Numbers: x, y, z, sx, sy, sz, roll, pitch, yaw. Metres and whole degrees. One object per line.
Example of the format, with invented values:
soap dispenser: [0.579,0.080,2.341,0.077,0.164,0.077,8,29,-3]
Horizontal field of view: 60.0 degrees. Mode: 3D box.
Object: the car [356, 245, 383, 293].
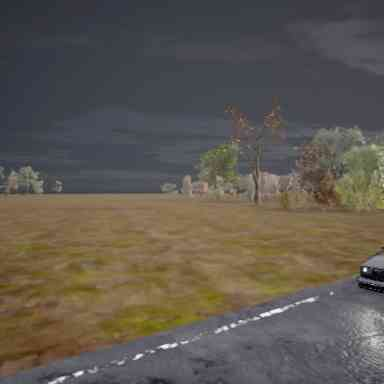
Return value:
car: [6.072,1.565,7.965,5.357,1.411,2.033,0,0,-38]
